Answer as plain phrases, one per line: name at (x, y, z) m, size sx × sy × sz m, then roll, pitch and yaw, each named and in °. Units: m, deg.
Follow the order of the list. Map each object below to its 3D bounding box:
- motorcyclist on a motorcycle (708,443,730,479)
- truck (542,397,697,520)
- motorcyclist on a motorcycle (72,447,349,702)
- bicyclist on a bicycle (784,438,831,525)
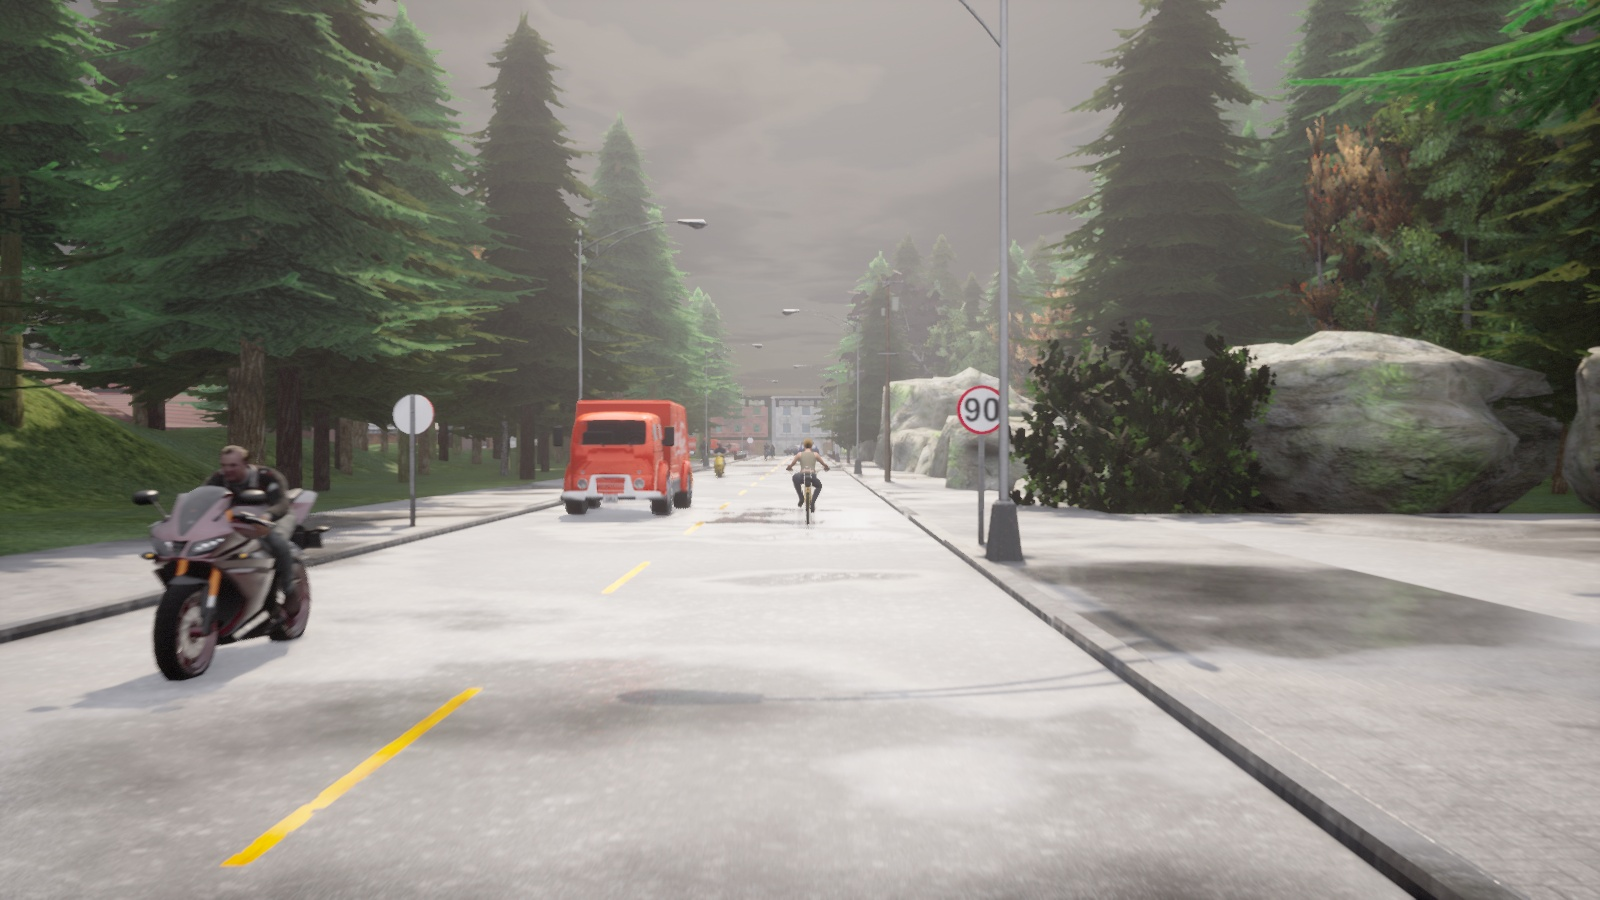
motorcyclist on a motorcycle at (-3.620, 0.469, 56.212) m, size 0.866 × 1.590 × 1.817 m, roll 0°, pitch 0°, yaw 0°
truck at (-3.823, 0.140, 27.721) m, size 2.627 × 2.467 × 5.204 m, roll 0°, pitch 1°, yaw 0°
motorcyclist on a motorcycle at (-3.935, 0.744, 8.636) m, size 0.866 × 1.530 × 2.191 m, roll 0°, pitch 0°, yaw 0°
bicyclist on a bicycle at (0.150, 0.586, 23.983) m, size 0.866 × 1.612 × 1.509 m, roll 0°, pitch 0°, yaw 1°
